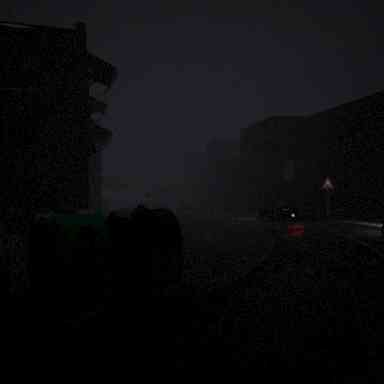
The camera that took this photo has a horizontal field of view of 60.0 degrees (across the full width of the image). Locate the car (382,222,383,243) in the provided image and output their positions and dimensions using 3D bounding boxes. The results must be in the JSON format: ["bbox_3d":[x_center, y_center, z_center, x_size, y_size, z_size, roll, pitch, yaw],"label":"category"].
[{"bbox_3d":[7.734,1.285,11.016,2.128,1.511,4.902,-1,1,18],"label":"car"}]

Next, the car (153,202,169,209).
[{"bbox_3d":[-5.188,2.358,55.031,1.994,1.385,4.181,-1,1,-17],"label":"car"}]

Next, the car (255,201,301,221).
[{"bbox_3d":[6.831,1.529,26.972,1.837,1.490,4.892,-1,-1,-16],"label":"car"}]
